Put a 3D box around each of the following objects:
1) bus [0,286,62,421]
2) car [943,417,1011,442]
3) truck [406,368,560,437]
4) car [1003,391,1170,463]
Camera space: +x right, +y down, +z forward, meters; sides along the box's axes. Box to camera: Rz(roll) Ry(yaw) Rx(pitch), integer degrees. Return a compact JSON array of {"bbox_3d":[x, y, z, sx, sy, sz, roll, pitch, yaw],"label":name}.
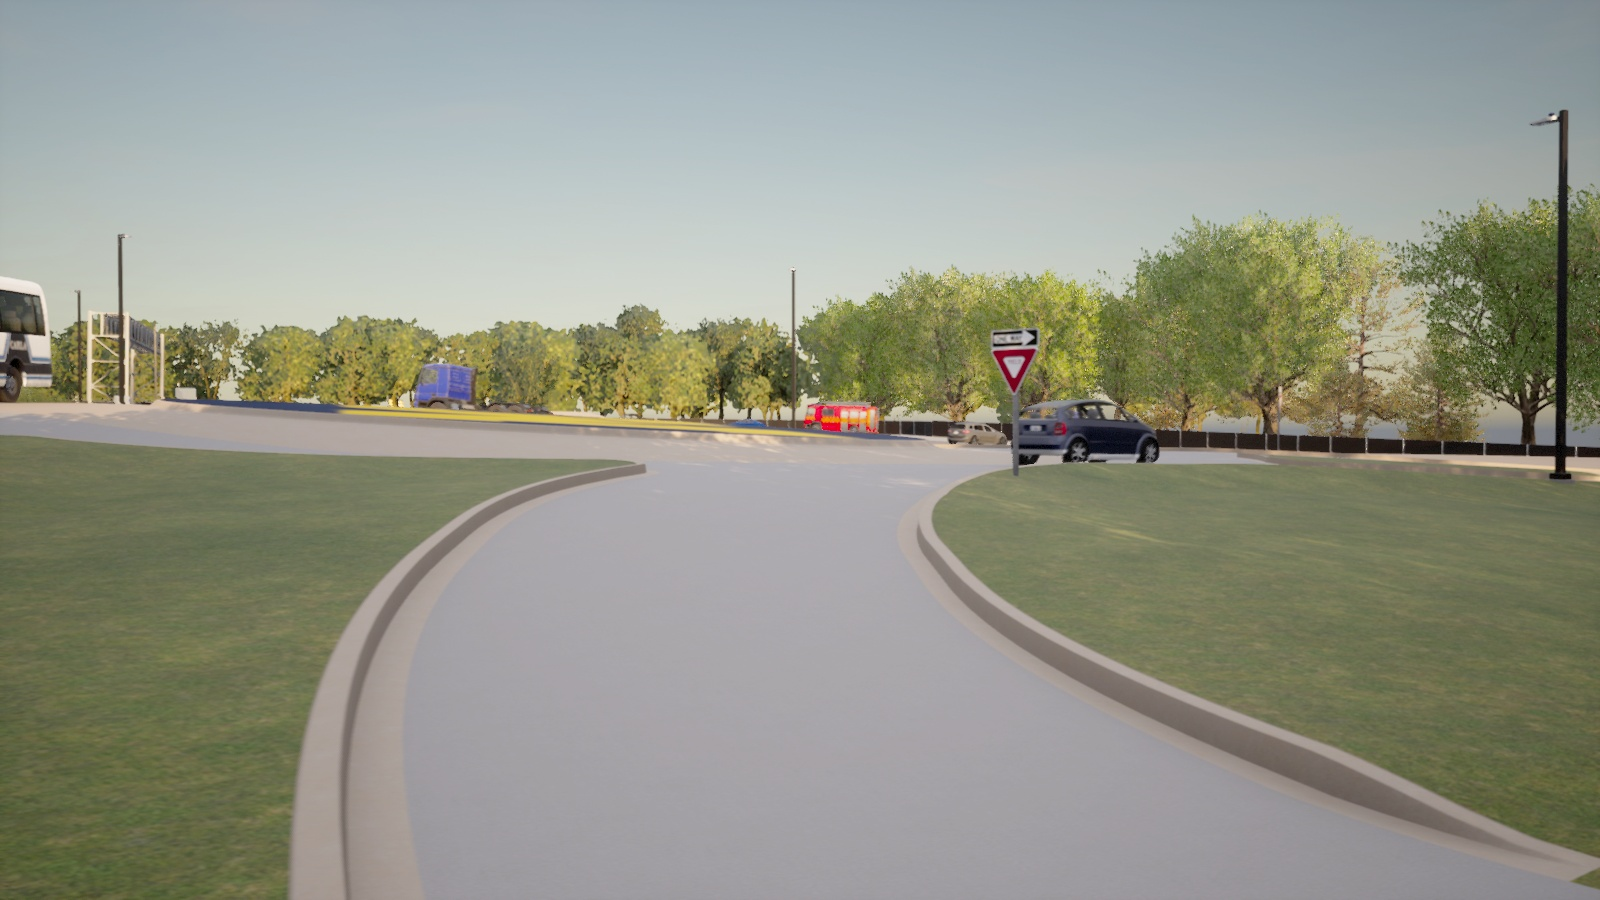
[{"bbox_3d":[-26.946,-2.950,38.349,3.944,4.253,10.273,-2,3,-9],"label":"bus"},{"bbox_3d":[12.588,-1.462,89.179,4.611,1.667,2.242,1,1,-39],"label":"car"},{"bbox_3d":[-17.840,-2.668,70.726,7.936,3.462,2.891,2,-2,20],"label":"truck"},{"bbox_3d":[6.653,-0.513,29.003,3.705,1.549,1.789,-1,1,-37],"label":"car"}]
